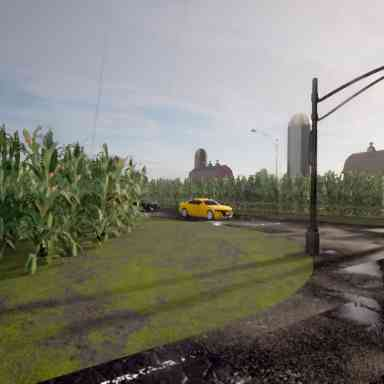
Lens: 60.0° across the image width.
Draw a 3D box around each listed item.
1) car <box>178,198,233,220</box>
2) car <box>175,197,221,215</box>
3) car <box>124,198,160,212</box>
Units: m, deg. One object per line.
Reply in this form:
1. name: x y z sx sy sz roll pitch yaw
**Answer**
1. car: 1.023 1.279 26.021 1.882 1.535 5.008 2 0 -38
2. car: 0.522 1.341 32.695 1.837 1.490 4.892 1 0 -38
3. car: -5.171 1.322 33.950 1.895 1.301 4.718 2 0 -38
